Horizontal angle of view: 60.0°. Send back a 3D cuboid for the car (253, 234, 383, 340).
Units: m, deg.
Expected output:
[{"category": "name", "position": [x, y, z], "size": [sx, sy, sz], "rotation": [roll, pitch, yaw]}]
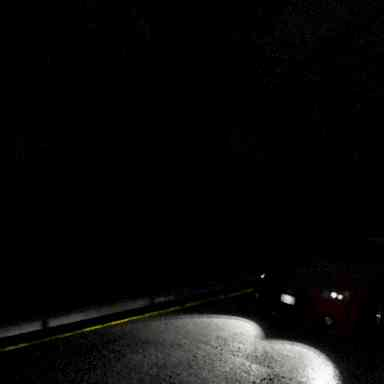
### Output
[{"category": "car", "position": [3.180, 1.564, 6.582], "size": [4.181, 1.385, 1.994], "rotation": [0, 0, -36]}]
